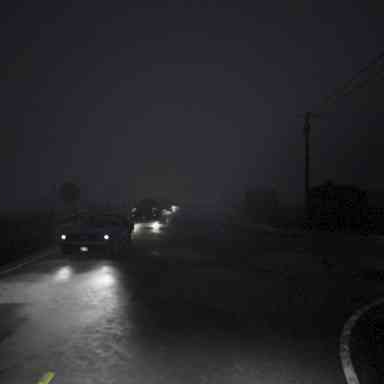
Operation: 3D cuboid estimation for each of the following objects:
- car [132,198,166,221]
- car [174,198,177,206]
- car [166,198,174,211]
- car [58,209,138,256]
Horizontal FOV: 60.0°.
[{"bbox_3d":[-3.595,1.332,26.989,2.097,1.767,4.553,0,0,0],"label":"car"},{"bbox_3d":[-3.550,1.563,54.225,1.895,1.301,4.718,0,0,0],"label":"car"},{"bbox_3d":[-3.589,1.450,40.371,1.882,1.535,5.008,0,1,0],"label":"car"},{"bbox_3d":[-3.596,1.596,13.319,1.895,1.301,4.718,0,0,0],"label":"car"}]
